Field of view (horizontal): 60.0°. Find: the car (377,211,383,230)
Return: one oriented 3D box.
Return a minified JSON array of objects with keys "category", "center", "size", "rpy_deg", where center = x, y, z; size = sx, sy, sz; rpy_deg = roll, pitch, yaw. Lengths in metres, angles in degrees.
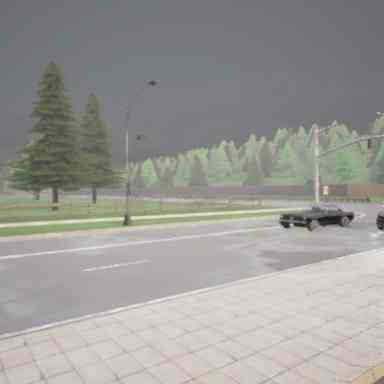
[{"category":"car","center":[11.835,1.242,17.845],"size":[5.008,1.535,1.882],"rpy_deg":[-1,0,-35]}]

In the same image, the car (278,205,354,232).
[{"category":"car","center":[7.023,1.397,18.710],"size":[4.718,1.301,1.895],"rpy_deg":[-1,0,-36]}]
